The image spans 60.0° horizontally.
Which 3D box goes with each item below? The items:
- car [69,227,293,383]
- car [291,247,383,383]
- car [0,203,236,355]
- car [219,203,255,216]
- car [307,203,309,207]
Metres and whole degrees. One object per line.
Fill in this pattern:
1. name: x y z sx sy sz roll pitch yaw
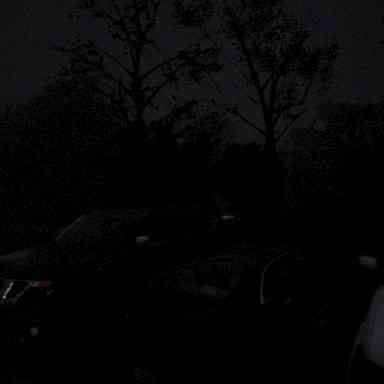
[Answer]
1. car: 0.953 1.506 5.141 2.231 1.521 4.892 -1 -1 35
2. car: 3.212 1.220 3.505 2.435 2.045 5.566 -1 -1 35
3. car: -1.237 1.289 6.673 2.435 2.045 5.566 -1 -1 35
4. car: 5.151 1.942 37.725 1.895 1.301 4.718 -2 -1 38
5. car: 14.049 1.743 40.090 4.181 1.385 1.994 -1 -1 -22
